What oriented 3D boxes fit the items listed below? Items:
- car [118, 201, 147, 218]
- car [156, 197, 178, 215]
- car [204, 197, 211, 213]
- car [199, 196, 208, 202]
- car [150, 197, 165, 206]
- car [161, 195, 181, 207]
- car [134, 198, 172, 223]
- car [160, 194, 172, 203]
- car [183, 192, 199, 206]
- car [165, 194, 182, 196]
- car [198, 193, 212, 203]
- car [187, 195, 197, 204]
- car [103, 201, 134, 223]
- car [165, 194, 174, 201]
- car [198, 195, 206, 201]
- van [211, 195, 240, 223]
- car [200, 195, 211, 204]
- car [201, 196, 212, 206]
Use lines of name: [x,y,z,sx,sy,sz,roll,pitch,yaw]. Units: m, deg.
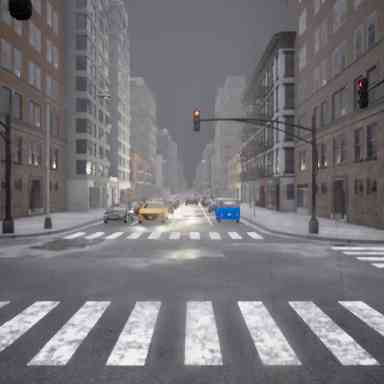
car: [-5.421,1.539,30.705,1.887,1.381,4.507,0,0,0]
car: [-2.837,1.557,34.259,1.994,1.385,4.181,0,0,0]
car: [2.598,1.575,36.402,1.802,1.307,4.206,0,0,0]
car: [2.557,1.513,76.171,2.008,1.369,4.403,0,0,0]
car: [-5.444,1.548,53.433,1.947,1.339,4.313,0,0,0]
car: [-2.831,1.516,43.016,1.812,1.442,4.674,0,0,1]
car: [-2.860,1.473,25.308,1.882,1.535,5.008,0,0,0]
car: [-5.462,1.282,70.477,2.192,1.841,5.009,0,0,0]
car: [-0.059,1.333,55.137,2.097,1.767,4.553,0,0,0]
car: [-2.843,1.477,50.029,2.128,1.511,4.902,0,0,1]
car: [2.581,1.297,53.447,2.192,1.841,5.009,0,0,0]
car: [-0.070,1.450,65.169,1.882,1.535,5.008,0,0,0]
car: [-5.415,1.546,25.023,2.008,1.369,4.403,0,0,0]
car: [-5.474,1.397,81.841,1.967,1.590,4.097,0,0,0]
car: [2.545,1.518,87.534,1.947,1.339,4.313,0,0,0]
van: [2.610,1.336,25.040,1.690,1.788,3.998,0,0,0]
car: [2.569,1.412,64.809,1.967,1.590,4.097,0,0,0]
car: [2.586,1.569,47.765,1.802,1.307,4.206,0,0,0]
